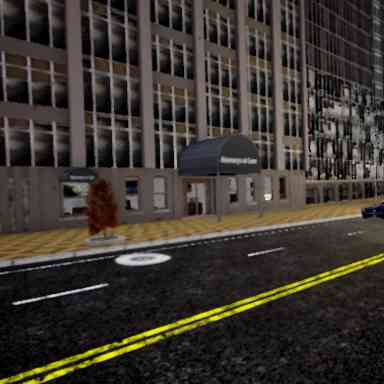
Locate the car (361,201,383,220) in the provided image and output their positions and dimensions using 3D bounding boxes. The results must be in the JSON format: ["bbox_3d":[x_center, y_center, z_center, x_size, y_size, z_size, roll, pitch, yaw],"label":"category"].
[{"bbox_3d":[13.799,1.281,23.465,4.718,1.301,1.895,-1,0,-39],"label":"car"}]
